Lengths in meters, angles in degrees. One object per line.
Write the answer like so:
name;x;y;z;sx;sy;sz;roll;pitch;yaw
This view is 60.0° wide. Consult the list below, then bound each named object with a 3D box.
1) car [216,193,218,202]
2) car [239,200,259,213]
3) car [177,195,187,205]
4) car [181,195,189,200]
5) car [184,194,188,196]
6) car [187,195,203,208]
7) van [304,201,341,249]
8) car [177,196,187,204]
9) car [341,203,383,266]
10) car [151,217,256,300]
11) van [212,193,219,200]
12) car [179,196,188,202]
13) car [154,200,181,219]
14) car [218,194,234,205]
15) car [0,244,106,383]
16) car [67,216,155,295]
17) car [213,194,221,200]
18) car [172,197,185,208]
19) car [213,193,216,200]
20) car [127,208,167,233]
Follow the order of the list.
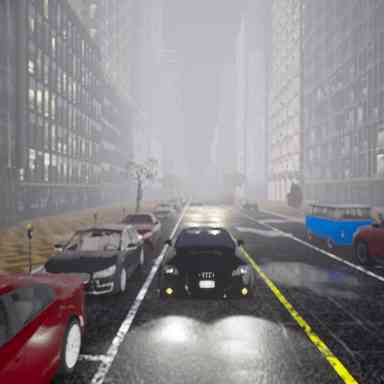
car;6.461;1.270;65.322;2.192;1.841;5.009;-1;0;0
car;6.276;1.527;36.903;2.008;1.369;4.403;-1;0;0
car;-2.029;1.549;48.326;1.802;1.307;4.206;-1;0;0
car;-1.768;1.486;88.111;2.008;1.369;4.403;-1;0;0
car;-1.993;1.403;54.009;1.967;1.590;4.097;-1;0;0
car;0.669;1.514;48.453;2.033;1.411;5.357;0;0;0
van;6.124;1.332;14.170;1.690;1.788;3.998;-1;0;0
car;-1.918;1.480;65.207;1.752;1.417;4.829;-1;0;0
car;6.087;1.310;8.486;2.192;1.841;5.009;-1;0;0
car;0.302;1.559;8.275;1.994;1.385;4.181;0;0;1
van;6.648;1.272;93.738;1.690;1.788;3.998;-1;0;0
car;-1.843;1.511;76.744;1.947;1.339;4.313;-1;0;0
car;-2.179;1.534;25.592;2.008;1.369;4.403;-1;0;0
car;6.423;1.274;59.638;2.192;1.841;5.009;-1;0;0
car;-2.329;1.543;2.858;1.887;1.381;4.507;-1;0;0
car;-2.292;1.545;8.541;2.008;1.369;4.403;-1;0;0
car;6.611;1.376;88.055;1.967;1.590;4.097;-1;0;0
car;-2.104;1.526;36.958;2.008;1.369;4.403;-1;0;0
car;6.537;1.386;76.688;1.967;1.590;4.097;-1;0;0
car;-2.254;1.573;14.225;1.802;1.307;4.206;-1;0;0
